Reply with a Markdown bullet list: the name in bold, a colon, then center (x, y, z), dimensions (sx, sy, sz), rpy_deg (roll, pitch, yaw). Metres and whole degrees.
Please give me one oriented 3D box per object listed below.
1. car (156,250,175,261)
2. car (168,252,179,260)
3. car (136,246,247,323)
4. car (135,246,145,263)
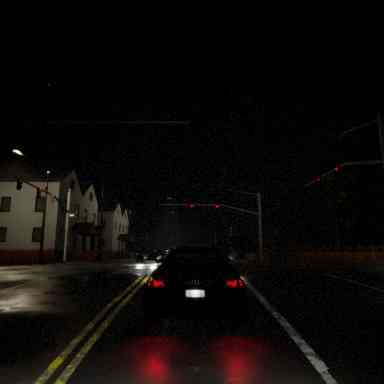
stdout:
- **car**: center (-3.621, 8.842, 46.417), dimensions (2.128, 1.511, 4.902), rpy_deg (0, -11, 0)
- **car**: center (-3.572, 12.435, 64.977), dimensions (1.837, 1.490, 4.892), rpy_deg (0, -11, 0)
- **car**: center (0.068, 1.982, 7.851), dimensions (1.994, 1.385, 4.181), rpy_deg (0, -7, 0)
- **car**: center (-3.615, 5.291, 28.171), dimensions (2.128, 1.511, 4.902), rpy_deg (0, -11, 0)
